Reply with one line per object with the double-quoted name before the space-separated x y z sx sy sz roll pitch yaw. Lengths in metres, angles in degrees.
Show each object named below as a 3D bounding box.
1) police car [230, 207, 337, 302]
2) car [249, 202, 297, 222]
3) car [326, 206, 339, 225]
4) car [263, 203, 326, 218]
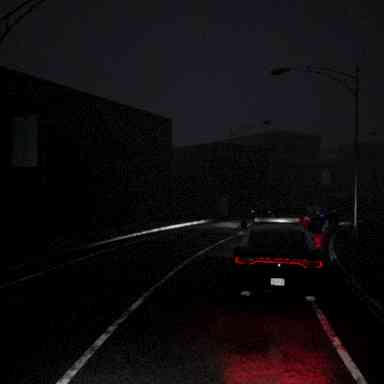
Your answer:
"police car" 2.174 1.429 8.548 1.930 1.638 5.238 0 0 14
"car" 6.663 1.588 27.137 1.895 1.301 4.718 1 0 40
"car" 8.324 1.559 21.974 1.812 1.442 4.674 1 0 35
"car" 5.408 1.367 17.151 2.097 1.767 4.553 1 0 27
